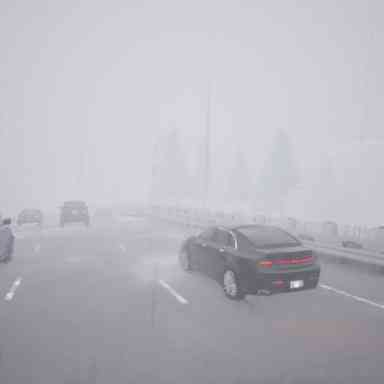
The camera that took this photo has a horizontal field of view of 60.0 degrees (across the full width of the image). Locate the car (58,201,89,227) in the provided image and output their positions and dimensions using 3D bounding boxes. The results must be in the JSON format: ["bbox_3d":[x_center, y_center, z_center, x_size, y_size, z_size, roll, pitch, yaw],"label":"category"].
[{"bbox_3d":[-9.781,1.765,27.585,2.150,2.045,5.566,0,-1,-21],"label":"car"}]

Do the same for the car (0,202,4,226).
[{"bbox_3d":[-17.122,1.876,27.206,2.150,2.045,5.566,0,-1,-21],"label":"car"}]

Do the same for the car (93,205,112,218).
[{"bbox_3d":[-10.947,2.302,40.506,1.882,1.535,5.008,0,-1,-21],"label":"car"}]

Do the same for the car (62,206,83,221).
[{"bbox_3d":[-13.487,2.348,37.341,2.033,1.411,5.357,0,-1,-21],"label":"car"}]

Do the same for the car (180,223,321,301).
[{"bbox_3d":[1.154,1.566,8.694,1.837,1.490,4.892,0,-1,-21],"label":"car"}]

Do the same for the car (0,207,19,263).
[{"bbox_3d":[-6.690,1.396,9.624,2.150,2.045,5.566,0,-1,-21],"label":"car"}]

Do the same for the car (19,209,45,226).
[{"bbox_3d":[-14.237,2.199,29.466,2.033,1.411,5.357,0,-1,-21],"label":"car"}]
